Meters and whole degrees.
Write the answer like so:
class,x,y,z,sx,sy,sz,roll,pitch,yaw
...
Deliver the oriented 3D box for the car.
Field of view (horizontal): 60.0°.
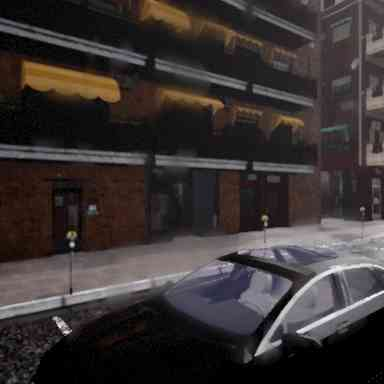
class,x,y,z,sx,sy,sz,roll,pitch,yaw
car,0.873,1.447,3.695,4.902,1.511,2.128,-1,1,-35
